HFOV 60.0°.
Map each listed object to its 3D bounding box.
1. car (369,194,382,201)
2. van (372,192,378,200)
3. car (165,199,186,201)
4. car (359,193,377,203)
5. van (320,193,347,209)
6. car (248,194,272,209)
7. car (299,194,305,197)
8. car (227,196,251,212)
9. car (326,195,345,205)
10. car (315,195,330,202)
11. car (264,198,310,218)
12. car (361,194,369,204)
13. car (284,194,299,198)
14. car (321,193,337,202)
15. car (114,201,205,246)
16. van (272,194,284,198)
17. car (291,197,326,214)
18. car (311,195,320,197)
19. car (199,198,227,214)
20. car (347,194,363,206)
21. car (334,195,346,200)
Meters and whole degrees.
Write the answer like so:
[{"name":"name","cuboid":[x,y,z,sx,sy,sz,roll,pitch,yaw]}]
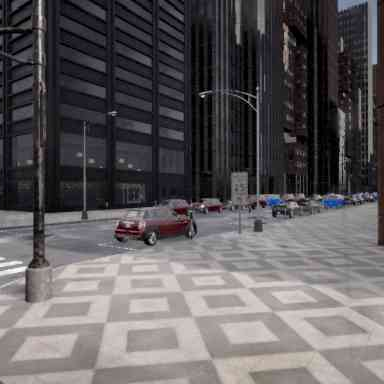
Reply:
[{"name":"car","cuboid":[41.071,1.247,74.420,1.967,1.590,4.097,0,0,36]},{"name":"van","cuboid":[37.798,1.157,69.865,1.690,1.788,3.998,0,0,36]},{"name":"car","cuboid":[-1.870,1.396,29.277,1.967,1.590,4.097,0,0,36]},{"name":"car","cuboid":[34.525,1.369,65.311,1.887,1.381,4.507,0,0,36]},{"name":"van","cuboid":[18.157,1.216,42.536,1.690,1.788,3.998,0,0,36]},{"name":"car","cuboid":[7.951,1.233,42.943,2.192,1.841,5.009,0,0,36]},{"name":"car","cuboid":[17.771,1.199,56.607,2.192,1.841,5.009,0,0,36]},{"name":"car","cuboid":[4.678,1.481,38.388,2.008,1.369,4.403,0,0,36]},{"name":"car","cuboid":[23.805,1.337,54.958,1.882,1.535,5.008,0,0,35]},{"name":"car","cuboid":[27.593,1.406,70.274,2.008,1.369,4.403,0,0,36]},{"name":"car","cuboid":[8.337,1.463,28.872,2.008,1.369,4.403,0,0,36]},{"name":"car","cuboid":[27.978,1.409,56.201,1.947,1.339,4.313,0,0,36]},{"name":"car","cuboid":[14.498,1.210,52.053,2.192,1.841,5.009,0,0,36]},{"name":"car","cuboid":[30.866,1.161,74.829,2.192,1.841,5.009,0,0,36]},{"name":"car","cuboid":[-1.483,1.393,15.208,1.967,1.590,4.097,0,0,36]},{"name":"van","cuboid":[11.224,1.247,47.497,1.690,1.788,3.998,0,0,36]},{"name":"car","cuboid":[11.611,1.465,33.427,1.947,1.339,4.313,0,0,36]},{"name":"car","cuboid":[24.319,1.305,65.719,1.967,1.590,4.097,0,0,36]},{"name":"car","cuboid":[1.404,1.383,33.832,1.967,1.590,4.097,0,0,36]},{"name":"car","cuboid":[24.704,1.419,51.646,1.947,1.339,4.313,0,0,36]},{"name":"car","cuboid":[37.414,1.396,83.939,1.947,1.339,4.313,0,0,36]}]
